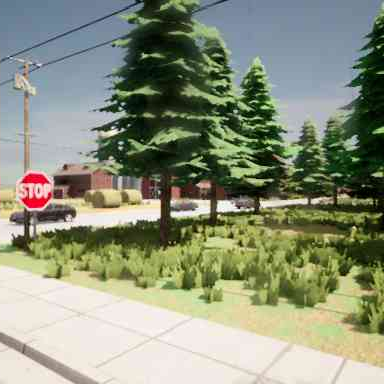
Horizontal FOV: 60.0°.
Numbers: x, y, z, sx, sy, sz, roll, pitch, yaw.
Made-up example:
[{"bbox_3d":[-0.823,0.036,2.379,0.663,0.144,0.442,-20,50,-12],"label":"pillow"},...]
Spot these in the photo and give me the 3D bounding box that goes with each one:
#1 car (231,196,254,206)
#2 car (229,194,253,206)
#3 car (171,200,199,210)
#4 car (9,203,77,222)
[{"bbox_3d":[7.843,1.639,46.586,2.033,1.411,5.357,0,0,34],"label":"car"},{"bbox_3d":[7.852,1.174,53.033,2.097,1.767,4.553,0,0,33],"label":"car"},{"bbox_3d":[-1.252,1.646,39.427,2.033,1.411,5.357,0,0,34],"label":"car"},{"bbox_3d":[-10.944,1.600,24.766,1.837,1.490,4.892,0,0,33],"label":"car"}]
